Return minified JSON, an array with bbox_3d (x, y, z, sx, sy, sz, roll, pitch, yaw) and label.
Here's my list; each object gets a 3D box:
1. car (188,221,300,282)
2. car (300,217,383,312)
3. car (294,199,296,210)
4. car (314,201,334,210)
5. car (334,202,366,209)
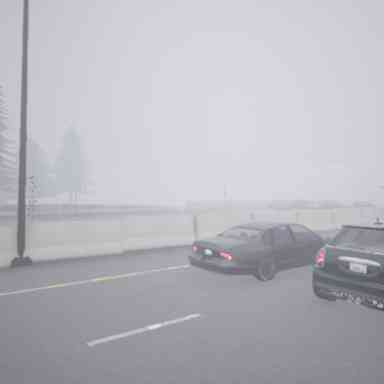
[{"bbox_3d":[2.460,1.568,9.832,5.357,1.411,2.033,0,0,-35],"label":"car"},{"bbox_3d":[4.668,1.367,7.111,4.553,1.767,2.097,0,0,-35],"label":"car"},{"bbox_3d":[12.144,1.582,38.499,4.892,1.490,1.837,0,0,-36],"label":"car"},{"bbox_3d":[14.214,1.621,35.681,5.357,1.411,2.033,0,0,-36],"label":"car"},{"bbox_3d":[16.517,1.671,33.023,4.718,1.301,1.895,0,0,-36],"label":"car"}]
